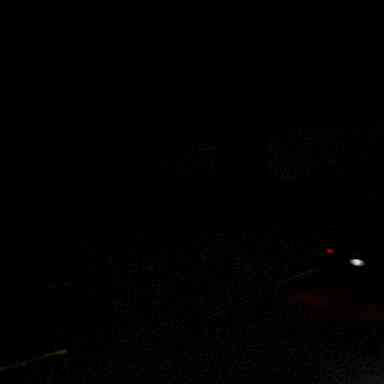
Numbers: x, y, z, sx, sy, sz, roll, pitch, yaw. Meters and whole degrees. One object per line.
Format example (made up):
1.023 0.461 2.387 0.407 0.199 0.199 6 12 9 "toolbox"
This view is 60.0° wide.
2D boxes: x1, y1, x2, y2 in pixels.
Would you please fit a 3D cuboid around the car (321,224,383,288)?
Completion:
5.152 1.549 8.879 4.181 1.385 1.994 0 0 -44 "car"
